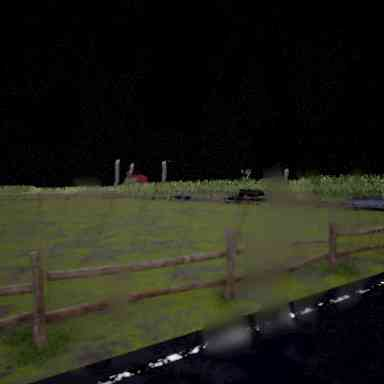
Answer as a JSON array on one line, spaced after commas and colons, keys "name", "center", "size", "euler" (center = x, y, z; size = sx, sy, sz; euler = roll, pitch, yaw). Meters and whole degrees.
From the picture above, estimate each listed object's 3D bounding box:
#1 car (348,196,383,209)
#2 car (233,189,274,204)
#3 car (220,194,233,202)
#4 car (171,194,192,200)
[{"name": "car", "center": [18.285, 1.058, 32.829], "size": [2.033, 1.411, 5.357], "euler": [0, 0, -35]}, {"name": "car", "center": [8.800, 0.623, 46.291], "size": [2.150, 2.045, 5.566], "euler": [0, 0, -35]}, {"name": "car", "center": [6.659, 0.971, 54.440], "size": [1.895, 1.301, 4.718], "euler": [0, 0, -35]}, {"name": "car", "center": [-1.962, 0.932, 61.723], "size": [1.895, 1.301, 4.718], "euler": [0, 0, -35]}]
